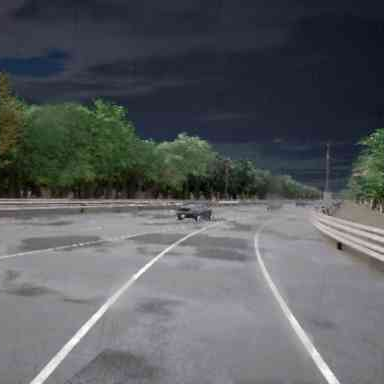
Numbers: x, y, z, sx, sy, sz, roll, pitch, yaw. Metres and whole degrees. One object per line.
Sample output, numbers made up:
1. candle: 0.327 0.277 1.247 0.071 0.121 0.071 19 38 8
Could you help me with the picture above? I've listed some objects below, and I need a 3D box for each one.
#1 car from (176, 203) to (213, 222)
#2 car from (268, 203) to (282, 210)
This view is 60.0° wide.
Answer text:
1. car: 0.308 1.703 28.389 1.837 1.490 4.892 2 -1 25
2. car: 15.236 2.611 60.763 1.895 1.301 4.718 2 -1 25
